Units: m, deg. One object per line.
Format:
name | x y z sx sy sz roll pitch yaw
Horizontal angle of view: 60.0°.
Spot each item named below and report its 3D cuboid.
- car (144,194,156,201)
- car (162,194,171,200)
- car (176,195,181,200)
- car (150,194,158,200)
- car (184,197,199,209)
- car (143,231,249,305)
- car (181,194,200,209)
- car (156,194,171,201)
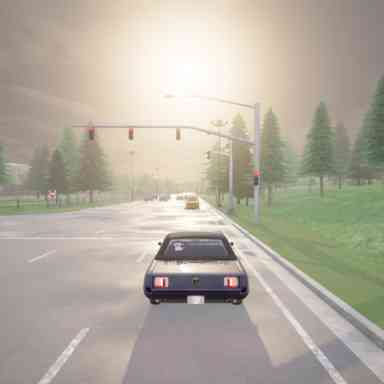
car | -10.371 1.519 80.340 2.033 1.411 5.357 0 0 0
car | -6.854 1.359 90.754 2.033 1.411 5.357 0 0 0
car | -3.353 1.539 91.162 1.994 1.385 4.181 0 0 0
car | -10.354 1.319 90.759 1.837 1.490 4.892 0 0 0
car | -0.007 1.569 49.703 2.033 1.411 5.357 -1 1 1
car | 0.092 1.600 8.035 1.895 1.301 4.718 0 0 0
car | -0.071 1.086 46.180 1.882 1.535 5.008 -3 16 -4
car | -6.871 1.519 80.334 2.033 1.411 5.357 0 0 0
